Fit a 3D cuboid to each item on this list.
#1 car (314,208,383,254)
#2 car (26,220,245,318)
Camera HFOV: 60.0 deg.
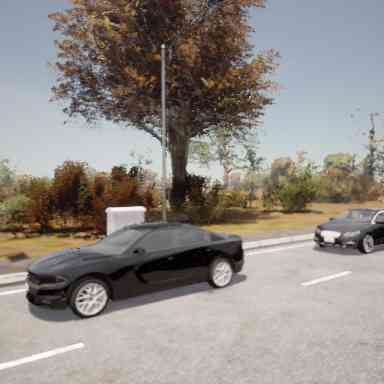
[{"bbox_3d":[6.840,1.402,13.199,4.902,1.511,2.128,-1,0,-36],"label":"car"},{"bbox_3d":[-1.005,1.457,7.578,5.008,1.535,1.882,0,0,-36],"label":"car"}]
